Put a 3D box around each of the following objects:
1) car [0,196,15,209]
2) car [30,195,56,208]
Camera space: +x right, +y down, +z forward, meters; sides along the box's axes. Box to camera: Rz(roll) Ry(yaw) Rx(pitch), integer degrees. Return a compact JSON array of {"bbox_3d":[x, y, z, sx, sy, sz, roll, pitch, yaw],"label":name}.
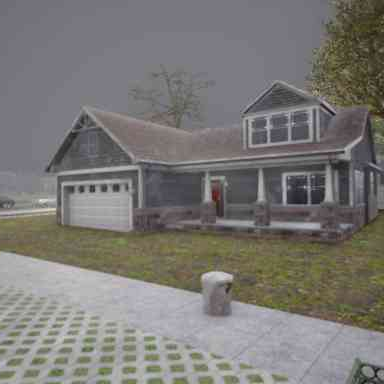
[{"bbox_3d":[-20.805,1.109,33.996,1.837,1.490,4.892,-1,1,38],"label":"car"},{"bbox_3d":[-14.978,0.989,36.228,1.895,1.301,4.718,-1,1,38],"label":"car"}]
